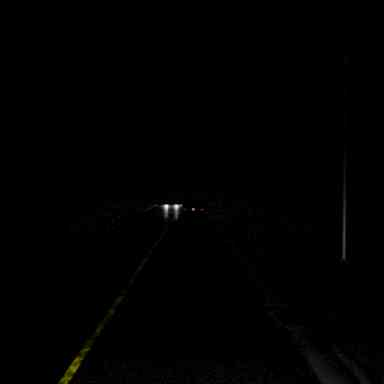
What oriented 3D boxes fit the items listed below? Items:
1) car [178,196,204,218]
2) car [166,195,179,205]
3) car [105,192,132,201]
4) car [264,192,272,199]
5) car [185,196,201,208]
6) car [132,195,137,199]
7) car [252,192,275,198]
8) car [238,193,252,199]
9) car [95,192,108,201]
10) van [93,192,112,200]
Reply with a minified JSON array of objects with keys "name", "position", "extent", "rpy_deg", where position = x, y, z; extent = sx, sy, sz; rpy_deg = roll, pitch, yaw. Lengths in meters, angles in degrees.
[{"name":"car","position":[0.103,1.381,28.557],"extent":[2.033,1.411,5.357],"rpy_deg":[0,0,0]},{"name":"car","position":[-2.993,1.204,51.762],"extent":[1.837,1.490,4.892],"rpy_deg":[0,1,0]},{"name":"car","position":[-15.278,1.231,69.474],"extent":[4.206,1.307,1.802],"rpy_deg":[-1,2,0]},{"name":"car","position":[17.069,0.847,69.403],"extent":[4.403,1.369,2.008],"rpy_deg":[-1,2,0]},{"name":"car","position":[0.104,1.270,44.540],"extent":[1.994,1.385,4.181],"rpy_deg":[0,1,0]},{"name":"car","position":[-15.440,1.019,77.996],"extent":[4.829,1.417,1.752],"rpy_deg":[-1,2,0]},{"name":"car","position":[16.741,0.668,77.927],"extent":[4.829,1.417,1.752],"rpy_deg":[-1,2,0]},{"name":"car","position":[11.691,0.923,69.414],"extent":[4.313,1.339,1.947],"rpy_deg":[-1,2,0]},{"name":"car","position":[-20.961,1.021,69.478],"extent":[5.009,1.841,2.192],"rpy_deg":[-1,2,0]},{"name":"van","position":[-20.952,0.890,78.003],"extent":[3.998,1.788,1.690],"rpy_deg":[-1,2,0]}]
